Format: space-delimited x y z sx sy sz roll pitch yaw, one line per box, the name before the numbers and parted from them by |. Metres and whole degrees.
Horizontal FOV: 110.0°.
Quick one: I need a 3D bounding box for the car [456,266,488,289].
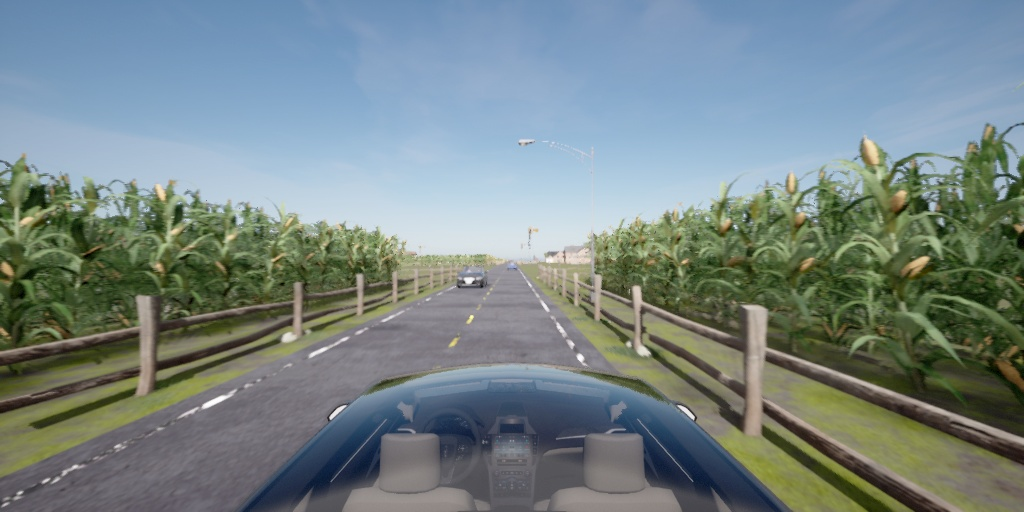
car | -2.751 1.452 25.504 2.128 1.511 4.902 0 -1 0
